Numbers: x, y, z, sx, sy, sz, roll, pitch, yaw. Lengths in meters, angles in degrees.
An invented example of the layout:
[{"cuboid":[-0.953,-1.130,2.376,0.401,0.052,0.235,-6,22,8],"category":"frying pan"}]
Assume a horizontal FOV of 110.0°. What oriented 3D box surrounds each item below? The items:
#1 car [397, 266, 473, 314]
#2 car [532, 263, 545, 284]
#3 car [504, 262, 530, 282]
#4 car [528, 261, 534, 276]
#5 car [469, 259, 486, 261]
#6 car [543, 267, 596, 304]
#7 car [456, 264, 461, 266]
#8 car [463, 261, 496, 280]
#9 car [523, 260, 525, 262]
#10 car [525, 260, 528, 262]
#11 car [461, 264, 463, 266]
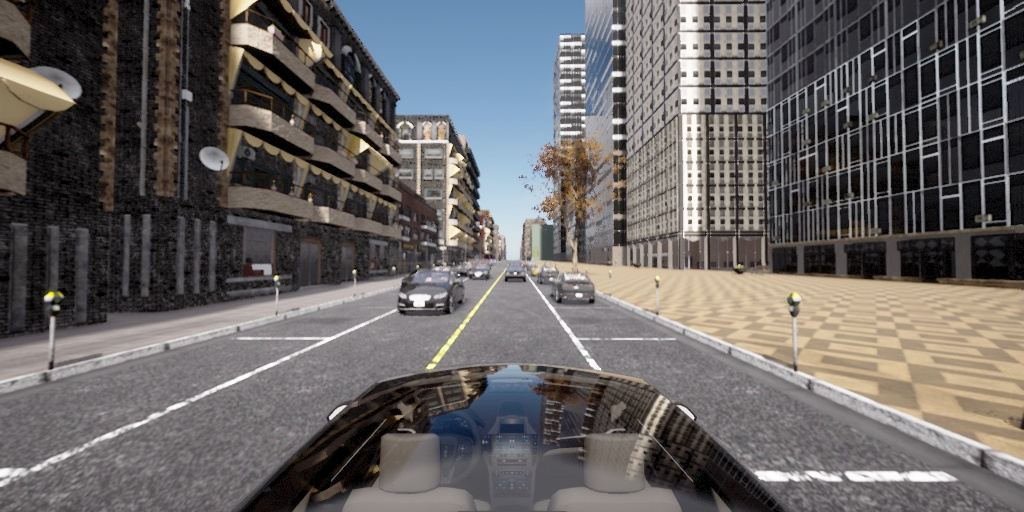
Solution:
[{"cuboid":[-3.025,1.322,14.206,2.128,1.511,4.902,0,0,0],"category":"car"},{"cuboid":[2.853,1.472,28.110,2.007,1.370,4.403,0,0,0],"category":"car"},{"cuboid":[0.289,1.493,31.791,2.033,1.411,5.357,0,0,1],"category":"car"},{"cuboid":[2.926,1.521,39.419,1.751,1.417,4.829,0,0,0],"category":"car"},{"cuboid":[-5.383,1.385,50.444,2.192,1.841,5.009,0,0,0],"category":"car"},{"cuboid":[2.780,1.399,16.971,2.007,1.370,4.403,0,0,0],"category":"car"},{"cuboid":[-5.528,1.471,28.166,2.007,1.370,4.403,0,0,0],"category":"car"},{"cuboid":[-2.905,1.448,33.439,2.128,1.511,4.902,0,0,0],"category":"car"},{"cuboid":[0.376,1.516,45.730,1.882,1.535,5.008,0,0,0],"category":"car"},{"cuboid":[3.034,1.659,55.958,2.007,1.370,4.403,0,0,0],"category":"car"},{"cuboid":[-5.456,1.561,39.305,1.948,1.339,4.313,0,0,0],"category":"car"}]
